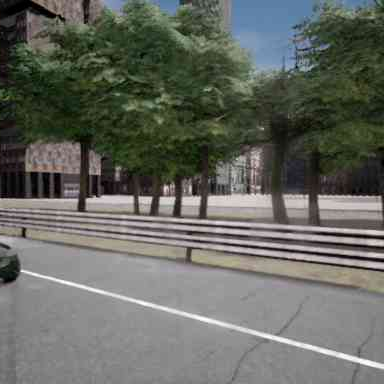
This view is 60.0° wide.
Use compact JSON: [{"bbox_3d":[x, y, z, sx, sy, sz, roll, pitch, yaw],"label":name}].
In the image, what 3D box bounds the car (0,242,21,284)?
[{"bbox_3d":[-6.179,1.559,8.362,4.181,1.385,1.994,0,0,35],"label":"car"}]
